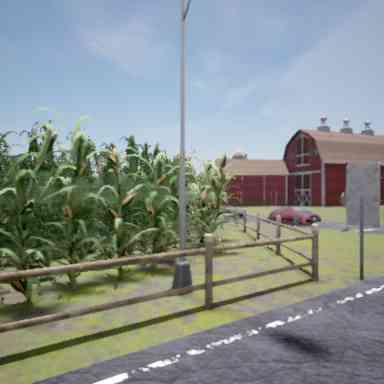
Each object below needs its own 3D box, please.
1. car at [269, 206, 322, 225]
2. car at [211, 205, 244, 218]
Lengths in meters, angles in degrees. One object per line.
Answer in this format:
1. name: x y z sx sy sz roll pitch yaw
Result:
1. car: 8.008 1.807 26.132 1.994 1.385 4.181 1 -1 -29
2. car: 3.535 1.997 34.147 1.895 1.301 4.718 1 -1 -27
